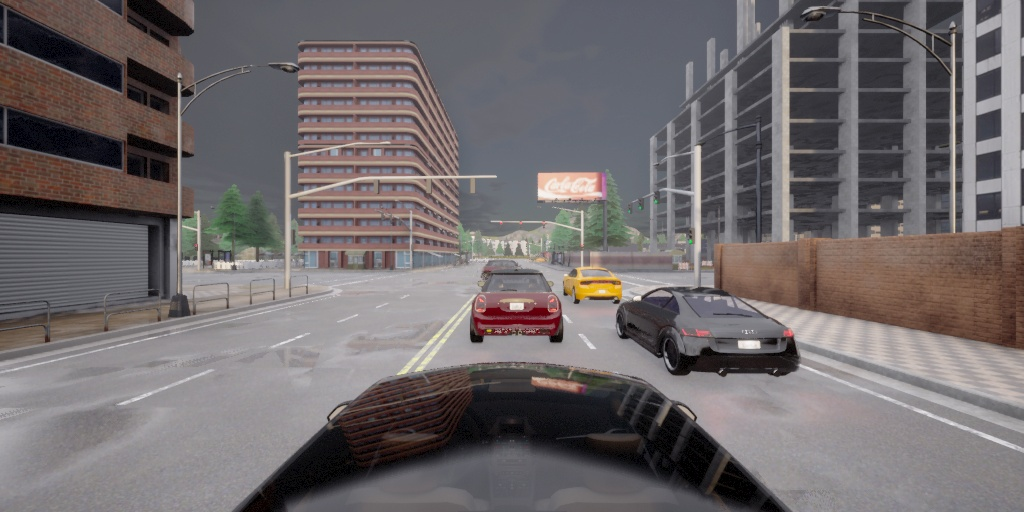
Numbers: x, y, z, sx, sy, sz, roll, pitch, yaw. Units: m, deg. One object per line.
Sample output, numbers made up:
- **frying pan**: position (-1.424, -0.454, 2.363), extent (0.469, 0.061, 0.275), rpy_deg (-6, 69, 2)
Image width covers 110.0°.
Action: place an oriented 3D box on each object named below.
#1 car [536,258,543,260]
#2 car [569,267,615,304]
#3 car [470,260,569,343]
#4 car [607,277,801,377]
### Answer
- **car**: position (-0.132, 1.101, 28.055), extent (4.553, 1.767, 2.097), rpy_deg (0, 0, 0)
- **car**: position (3.504, 1.228, 16.383), extent (1.882, 1.535, 5.008), rpy_deg (0, 0, 0)
- **car**: position (0.103, 1.102, 9.855), extent (2.097, 1.767, 4.553), rpy_deg (0, 0, 0)
- **car**: position (3.600, 1.314, 7.450), extent (1.994, 1.385, 4.181), rpy_deg (0, 0, 0)
